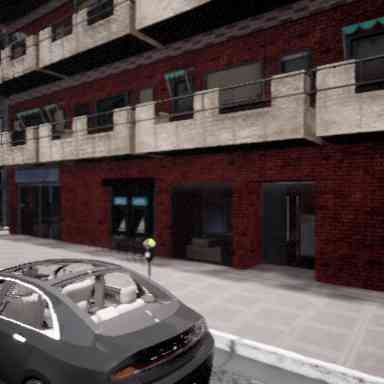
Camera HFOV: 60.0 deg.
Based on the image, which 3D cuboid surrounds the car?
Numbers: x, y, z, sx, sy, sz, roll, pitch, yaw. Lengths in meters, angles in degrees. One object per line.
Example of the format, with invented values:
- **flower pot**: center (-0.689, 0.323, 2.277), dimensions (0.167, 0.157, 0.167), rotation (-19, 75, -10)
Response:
- **car**: center (-1.824, 1.536, 4.180), dimensions (4.403, 1.369, 2.008), rotation (0, 0, 36)
